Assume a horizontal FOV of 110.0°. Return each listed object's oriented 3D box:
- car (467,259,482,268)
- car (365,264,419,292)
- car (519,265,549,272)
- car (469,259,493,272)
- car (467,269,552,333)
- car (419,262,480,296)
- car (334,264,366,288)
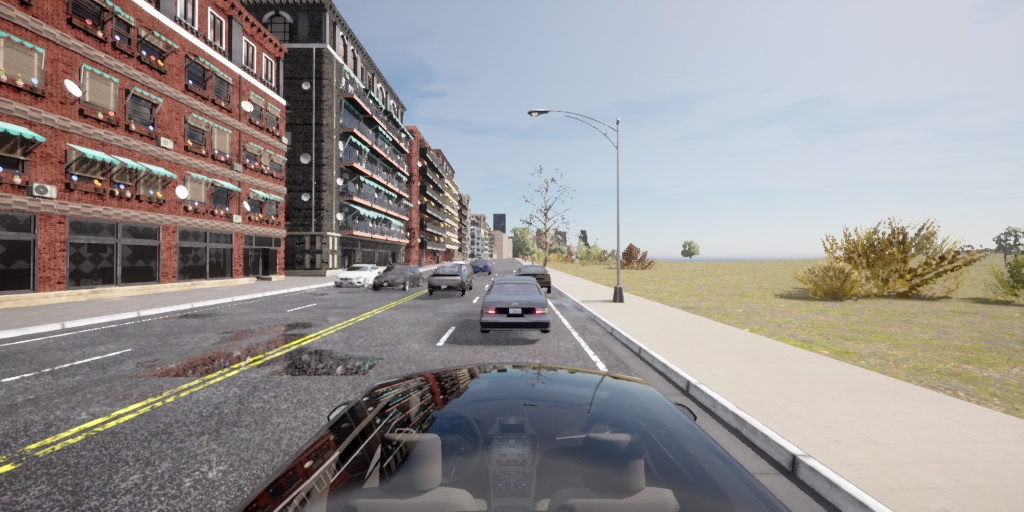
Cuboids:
[{"bbox_3d":[-6.637,1.240,64.253,2.128,1.511,4.902,0,0,0],"label":"car"},{"bbox_3d":[-6.625,1.257,21.190,1.837,1.490,4.892,0,0,0],"label":"car"},{"bbox_3d":[1.114,1.230,20.449,1.882,1.535,5.008,0,0,0],"label":"car"},{"bbox_3d":[-3.196,1.102,39.375,2.097,1.767,4.553,0,0,0],"label":"car"},{"bbox_3d":[0.092,1.299,10.686,2.033,1.411,5.357,0,0,0],"label":"car"},{"bbox_3d":[-3.171,1.244,19.169,2.128,1.511,4.902,0,0,0],"label":"car"},{"bbox_3d":[-9.879,1.278,23.641,1.812,1.442,4.674,0,0,0],"label":"car"}]
